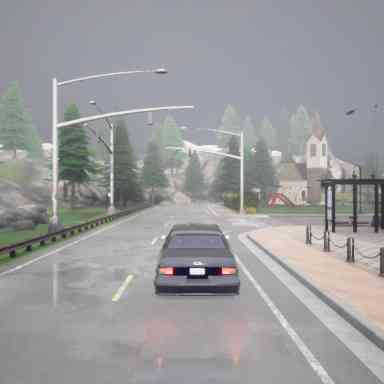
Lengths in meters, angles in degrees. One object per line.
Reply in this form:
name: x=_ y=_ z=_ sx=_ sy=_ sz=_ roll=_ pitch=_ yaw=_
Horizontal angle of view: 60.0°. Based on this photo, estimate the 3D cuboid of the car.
car: x=0.100 y=1.547 z=8.804 sx=2.033 sy=1.411 sz=5.357 roll=0 pitch=0 yaw=0
